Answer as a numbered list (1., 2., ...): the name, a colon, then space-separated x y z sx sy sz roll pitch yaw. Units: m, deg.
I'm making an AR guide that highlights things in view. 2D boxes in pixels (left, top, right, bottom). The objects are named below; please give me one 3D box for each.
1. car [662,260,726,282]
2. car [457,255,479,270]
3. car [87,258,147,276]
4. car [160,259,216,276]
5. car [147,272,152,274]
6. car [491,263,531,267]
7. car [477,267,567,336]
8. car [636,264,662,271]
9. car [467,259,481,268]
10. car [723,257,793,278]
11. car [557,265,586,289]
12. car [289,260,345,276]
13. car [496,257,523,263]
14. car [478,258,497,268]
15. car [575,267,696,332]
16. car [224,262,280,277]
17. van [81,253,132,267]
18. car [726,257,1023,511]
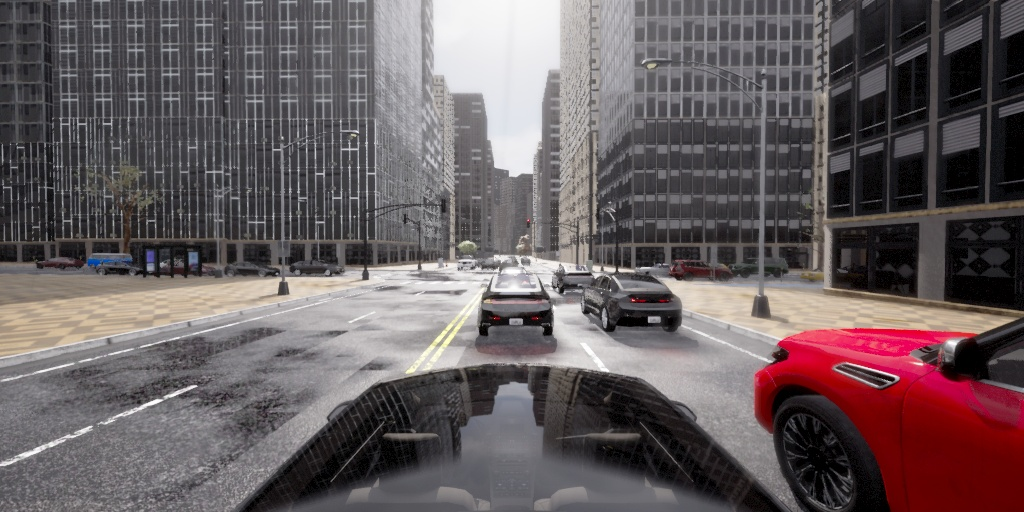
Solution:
1. car: 16.173 1.269 30.947 5.009 1.841 2.192 0 0 1
2. car: -6.624 0.935 52.576 2.150 2.045 5.566 0 0 0
3. car: -34.117 1.069 31.748 4.313 1.339 1.948 0 0 1
4. car: -28.436 1.138 31.578 4.207 1.307 1.802 0 0 1
5. car: -31.516 1.011 34.330 4.674 1.442 1.812 1 1 1
6. car: 0.088 1.288 20.087 2.033 1.411 5.357 0 0 0
7. car: 0.093 1.238 10.352 2.128 1.511 4.902 0 0 0
8. car: 15.075 1.452 36.730 4.718 1.301 1.895 0 1 0
9. car: -6.608 1.266 62.616 1.994 1.385 4.181 0 0 0
10. car: 24.980 1.159 36.574 5.566 2.045 2.150 1 1 1
11. car: 3.338 1.232 20.093 2.128 1.511 4.902 0 0 0
12. car: -18.429 1.108 34.054 4.892 1.490 1.837 1 1 2
13. car: -0.261 1.231 44.697 1.812 1.442 4.674 1 -1 10
14. car: -3.374 1.192 52.127 1.882 1.535 5.008 0 0 0
15. car: 3.343 1.251 10.845 1.837 1.490 4.892 0 0 0
16. car: -22.752 1.173 31.449 4.313 1.339 1.948 0 0 1
17. van: -45.314 0.605 40.401 3.998 1.789 1.690 0 0 1
18. car: 3.348 0.972 0.981 2.150 2.045 5.566 0 0 0
